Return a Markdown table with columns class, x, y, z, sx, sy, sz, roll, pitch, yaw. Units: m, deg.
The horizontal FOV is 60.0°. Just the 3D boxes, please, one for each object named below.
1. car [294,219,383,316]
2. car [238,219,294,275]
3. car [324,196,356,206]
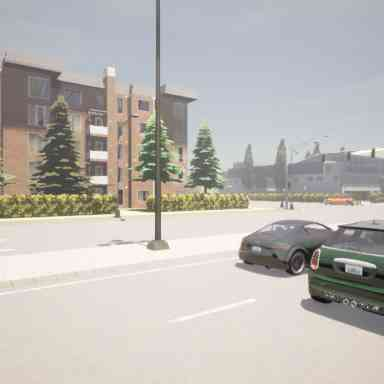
| class | x | y | z | sx | sy | sz | roll | pitch | yaw |
| --- | --- | --- | --- | --- | --- | --- | --- | --- | --- |
| car | 4.505 | 1.352 | 6.944 | 4.553 | 1.767 | 2.097 | 0 | 0 | -36 |
| car | 3.445 | 1.564 | 10.479 | 4.181 | 1.385 | 1.994 | 0 | 0 | -36 |
| car | 23.821 | 1.352 | 53.672 | 4.553 | 1.767 | 2.097 | 0 | 0 | 35 |
